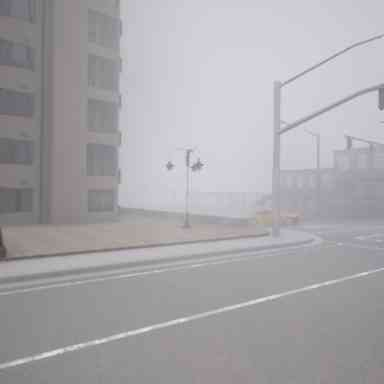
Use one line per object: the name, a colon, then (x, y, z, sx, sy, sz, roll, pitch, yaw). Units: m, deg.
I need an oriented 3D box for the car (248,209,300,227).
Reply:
car: (7.177, 2.243, 29.449, 1.882, 1.535, 5.008, 1, -5, -36)
